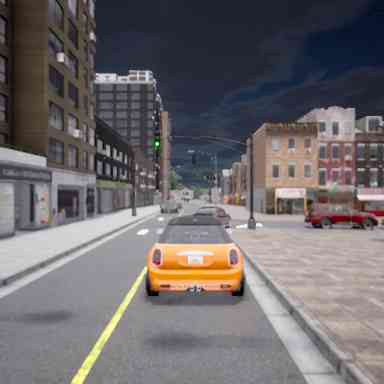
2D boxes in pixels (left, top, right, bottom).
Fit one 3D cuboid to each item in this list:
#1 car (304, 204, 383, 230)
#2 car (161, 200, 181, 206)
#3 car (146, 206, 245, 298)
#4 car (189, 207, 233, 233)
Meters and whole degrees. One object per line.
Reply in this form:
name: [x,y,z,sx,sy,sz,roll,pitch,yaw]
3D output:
car: [10.829,1.808,24.392,5.009,1.841,2.192,1,-1,0]
car: [-2.820,1.834,42.465,2.097,1.767,4.553,0,-1,0]
car: [0.078,1.413,8.868,2.097,1.767,4.553,0,0,0]
car: [1.426,1.757,22.341,1.837,1.490,4.892,0,-2,17]
